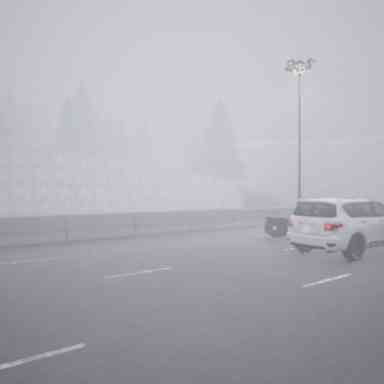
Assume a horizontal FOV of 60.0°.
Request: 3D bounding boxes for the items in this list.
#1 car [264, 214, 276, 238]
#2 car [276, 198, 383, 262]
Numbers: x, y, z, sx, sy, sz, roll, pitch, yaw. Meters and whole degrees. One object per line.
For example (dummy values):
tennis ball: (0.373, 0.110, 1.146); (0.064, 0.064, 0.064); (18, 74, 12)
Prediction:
car: (5.773, 1.486, 16.521); (5.008, 1.535, 1.882); (0, 0, -35)
car: (5.922, 1.230, 12.350); (5.566, 2.045, 2.150); (0, 0, -35)
